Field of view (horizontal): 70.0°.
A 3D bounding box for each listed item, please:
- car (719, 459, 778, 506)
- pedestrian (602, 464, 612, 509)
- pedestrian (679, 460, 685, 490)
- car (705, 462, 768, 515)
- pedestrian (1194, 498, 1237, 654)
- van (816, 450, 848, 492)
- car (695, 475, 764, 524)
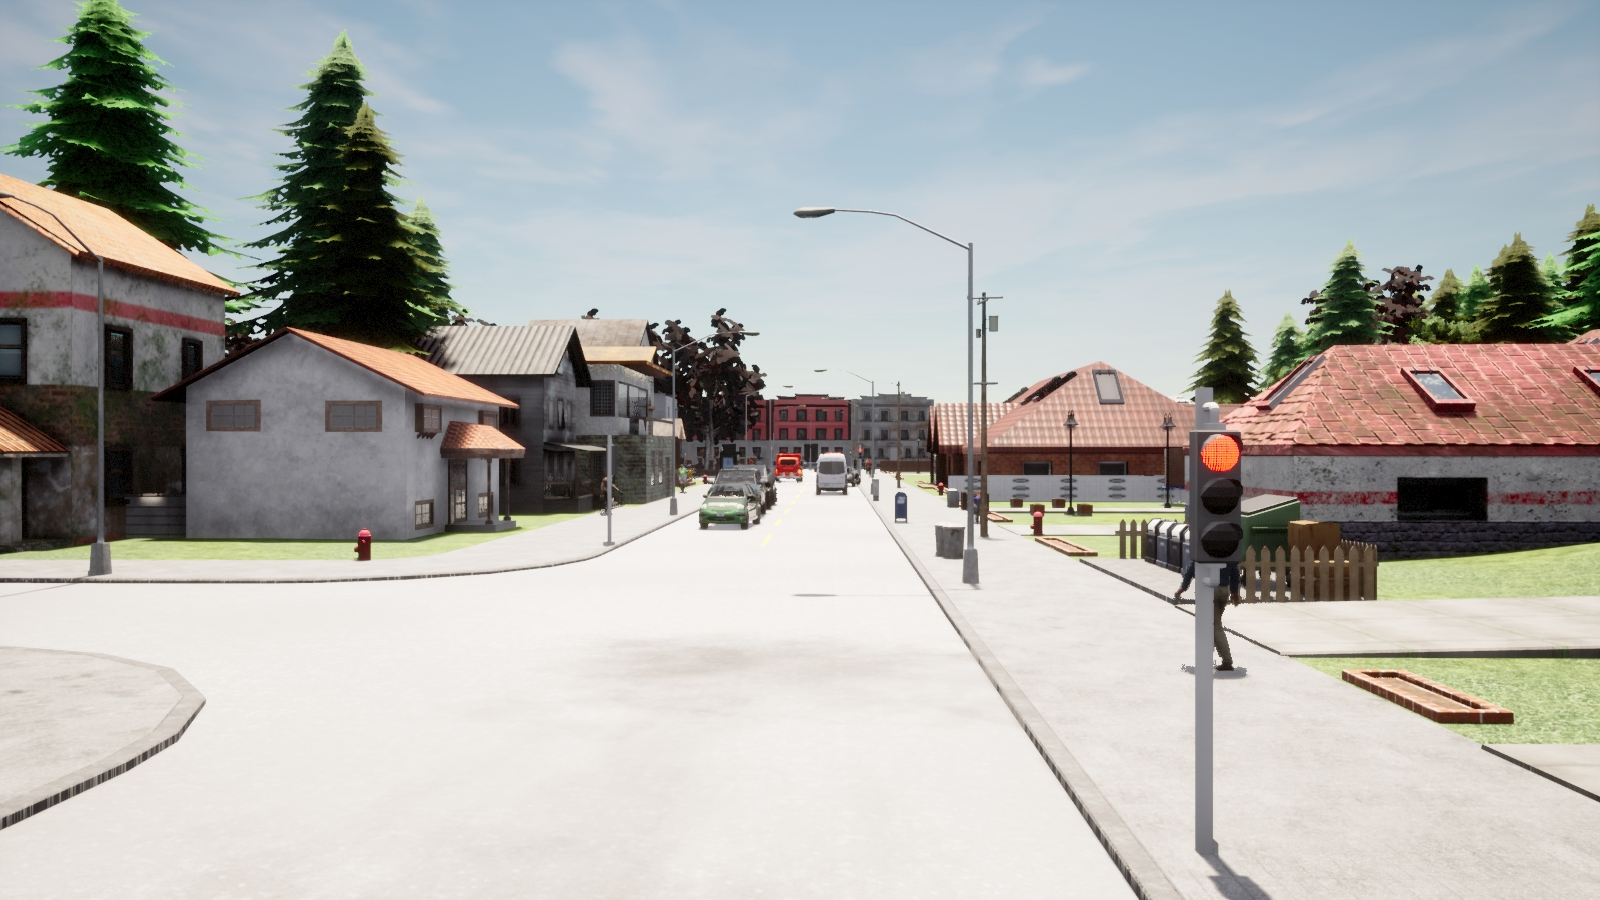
[{"bbox_3d":[-2.451,1.534,55.813,2.390,2.098,6.274,0,0,2],"label":"car"},{"bbox_3d":[-8.039,1.525,47.604,0.375,1.860,0.375,0,0,1],"label":"pedestrian"},{"bbox_3d":[-7.320,1.524,70.982,0.375,1.860,0.375,0,0,-1],"label":"pedestrian"},{"bbox_3d":[-2.626,1.559,48.404,2.150,2.045,5.566,0,0,2],"label":"car"},{"bbox_3d":[5.077,1.524,13.958,0.375,1.860,0.375,0,0,-4],"label":"pedestrian"},{"bbox_3d":[2.035,1.315,73.194,1.988,2.561,5.915,0,0,2],"label":"van"},{"bbox_3d":[-2.533,1.779,41.798,1.851,1.617,3.988,0,0,7],"label":"car"}]
